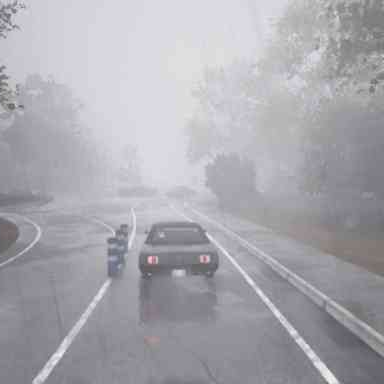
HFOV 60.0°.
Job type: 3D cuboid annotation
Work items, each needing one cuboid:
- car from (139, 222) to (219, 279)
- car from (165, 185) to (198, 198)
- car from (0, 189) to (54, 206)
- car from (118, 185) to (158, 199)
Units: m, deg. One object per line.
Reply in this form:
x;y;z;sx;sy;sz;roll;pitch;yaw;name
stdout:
-0.475;1.536;9.881;1.895;1.301;4.718;0;1;-5;car
-1.172;-0.073;39.474;2.033;1.411;5.357;2;4;26;car
-15.426;0.455;31.099;4.674;1.442;1.812;-1;4;-8;car
-6.223;-0.106;38.902;5.008;1.535;1.882;-3;5;-43;car
